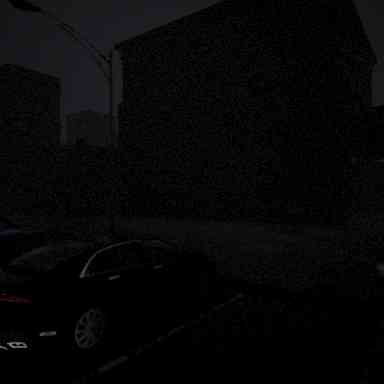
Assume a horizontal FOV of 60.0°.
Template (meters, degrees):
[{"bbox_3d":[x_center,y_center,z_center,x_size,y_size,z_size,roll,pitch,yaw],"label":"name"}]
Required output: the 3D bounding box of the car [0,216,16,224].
[{"bbox_3d":[-5.879,1.429,9.530,2.185,1.767,4.553,-1,0,36],"label":"car"}]

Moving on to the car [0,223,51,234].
[{"bbox_3d":[-3.601,1.573,7.935,2.002,1.452,4.674,-1,0,36],"label":"car"}]

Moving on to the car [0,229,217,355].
[{"bbox_3d":[-1.343,1.513,6.315,2.231,1.521,4.892,0,0,36],"label":"car"}]
